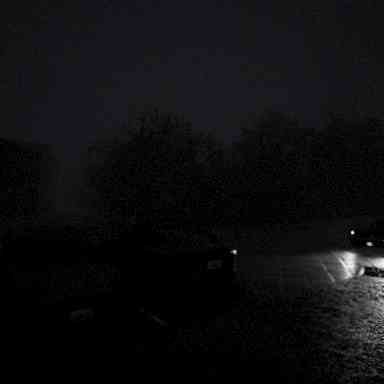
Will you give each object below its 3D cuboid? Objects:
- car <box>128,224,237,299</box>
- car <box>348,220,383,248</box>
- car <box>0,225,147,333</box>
[{"bbox_3d":[-0.884,1.563,8.850,2.163,1.488,4.792,1,-1,-35],"label":"car"},{"bbox_3d":[9.024,1.955,15.355,4.718,1.301,1.895,4,-2,-43],"label":"car"},{"bbox_3d":[-3.117,1.529,7.186,2.163,1.488,4.792,1,-1,-35],"label":"car"}]
